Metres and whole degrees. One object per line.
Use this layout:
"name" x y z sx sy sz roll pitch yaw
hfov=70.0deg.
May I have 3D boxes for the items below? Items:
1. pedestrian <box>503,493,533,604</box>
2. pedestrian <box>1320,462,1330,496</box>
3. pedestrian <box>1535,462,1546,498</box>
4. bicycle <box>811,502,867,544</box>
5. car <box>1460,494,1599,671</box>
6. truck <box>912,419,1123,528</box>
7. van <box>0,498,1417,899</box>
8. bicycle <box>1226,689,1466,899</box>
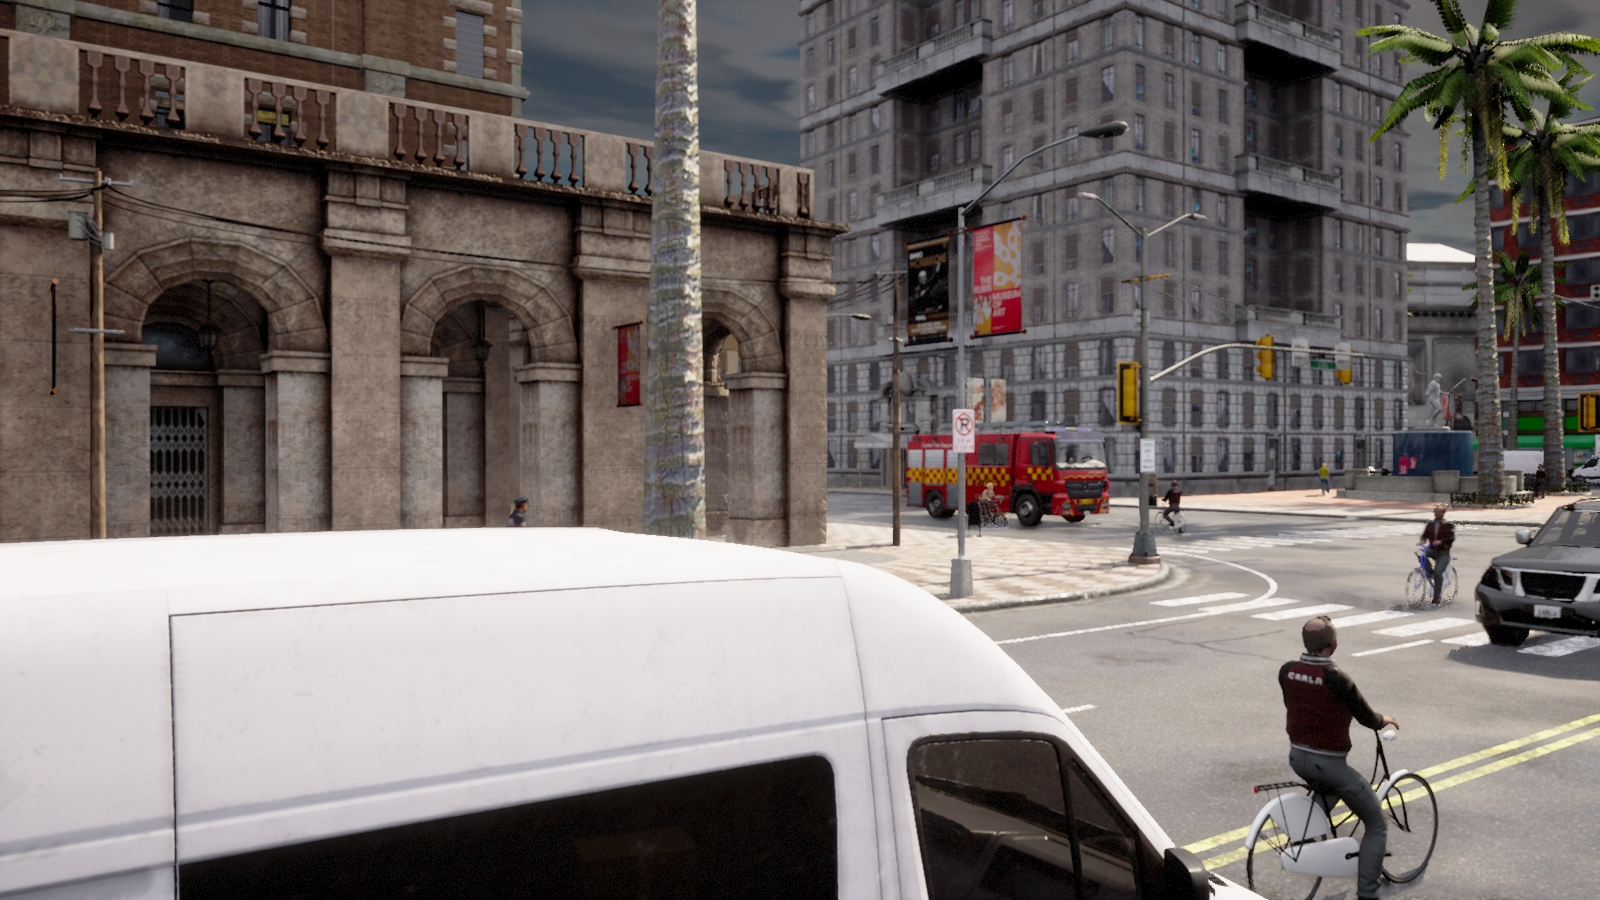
"pedestrian" -4.825 1.679 19.575 0.375 1.860 0.375 0 0 -37
"pedestrian" 28.795 1.575 62.678 0.375 1.860 0.375 0 0 44
"pedestrian" 38.284 1.565 59.096 0.375 1.860 0.375 0 0 11
"bicycle" 1.180 2.167 33.978 1.835 1.171 0.329 0 0 -35
"car" 11.962 1.738 16.411 5.566 2.045 2.150 0 0 -35
"truck" 8.257 0.824 44.591 2.891 3.827 8.468 0 0 -35
"van" -0.762 1.529 3.252 5.915 2.561 1.988 0 0 -35
"bicycle" 3.416 2.194 7.084 1.835 1.171 0.329 0 0 -29
